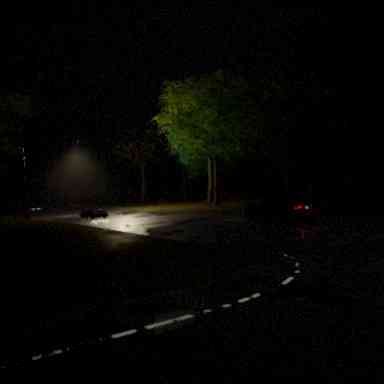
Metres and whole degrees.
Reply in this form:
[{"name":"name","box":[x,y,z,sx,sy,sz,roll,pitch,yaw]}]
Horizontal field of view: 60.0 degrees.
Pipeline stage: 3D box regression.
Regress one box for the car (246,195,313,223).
[{"name":"car","box":[6.823,1.312,26.387,2.150,2.045,5.566,-4,1,-36]}]

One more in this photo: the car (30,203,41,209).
[{"name":"car","box":[-40.447,3.545,86.179,1.994,1.385,4.181,-4,1,-34]}]

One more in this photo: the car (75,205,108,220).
[{"name":"car","box":[-12.163,2.604,40.905,2.033,1.411,5.357,-4,1,-37]}]

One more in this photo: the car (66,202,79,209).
[{"name":"car","box":[-25.751,2.962,71.749,1.994,1.385,4.181,-4,1,-36]}]
